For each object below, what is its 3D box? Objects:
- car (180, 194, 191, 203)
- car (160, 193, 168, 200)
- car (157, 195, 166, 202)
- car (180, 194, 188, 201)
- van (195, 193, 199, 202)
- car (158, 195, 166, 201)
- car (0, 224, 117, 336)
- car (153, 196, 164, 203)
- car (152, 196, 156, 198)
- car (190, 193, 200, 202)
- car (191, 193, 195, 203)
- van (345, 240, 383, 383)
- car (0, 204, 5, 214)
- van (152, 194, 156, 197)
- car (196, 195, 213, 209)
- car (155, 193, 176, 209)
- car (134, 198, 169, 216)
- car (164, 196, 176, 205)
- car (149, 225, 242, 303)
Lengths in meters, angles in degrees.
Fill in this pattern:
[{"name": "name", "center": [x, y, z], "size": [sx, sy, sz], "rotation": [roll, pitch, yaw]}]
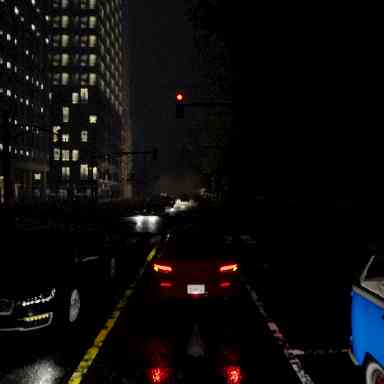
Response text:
[{"name": "car", "center": [-1.481, 1.544, 70.616], "size": [1.895, 1.301, 4.718], "rotation": [0, 0, -2]}, {"name": "car", "center": [-8.075, 1.241, 95.196], "size": [2.192, 1.841, 5.009], "rotation": [0, 0, -3]}, {"name": "car", "center": [-7.276, 1.492, 78.571], "size": [1.887, 1.381, 4.507], "rotation": [0, 0, -2]}, {"name": "car", "center": [-1.900, 1.255, 80.591], "size": [1.882, 1.535, 5.008], "rotation": [0, 0, -3]}, {"name": "van", "center": [1.748, 1.316, 51.233], "size": [1.690, 1.788, 3.998], "rotation": [0, 0, -2]}, {"name": "car", "center": [-7.528, 1.523, 84.115], "size": [1.802, 1.307, 4.206], "rotation": [0, 0, -3]}, {"name": "car", "center": [-2.886, 1.503, 7.048], "size": [1.837, 1.490, 4.892], "rotation": [0, 0, 0]}, {"name": "car", "center": [-6.826, 1.505, 67.484], "size": [1.887, 1.381, 4.507], "rotation": [0, 0, -2]}, {"name": "car", "center": [-5.832, 1.534, 39.770], "size": [2.008, 1.369, 4.403], "rotation": [0, 0, -1]}, {"name": "car", "center": [0.740, 1.262, 78.945], "size": [2.192, 1.841, 5.009], "rotation": [0, 0, -3]}, {"name": "car", "center": [1.185, 1.485, 68.026], "size": [1.752, 1.417, 4.829], "rotation": [0, 0, -2]}, {"name": "van", "center": [2.558, 1.341, 2.145], "size": [1.690, 1.788, 3.998], "rotation": [0, 0, 0]}, {"name": "car", "center": [-18.220, 1.374, 28.510], "size": [4.206, 1.307, 1.802], "rotation": [1, 0, 3]}, {"name": "van", "center": [-6.625, 1.307, 61.941], "size": [1.690, 1.788, 3.998], "rotation": [0, 0, -2]}, {"name": "car", "center": [1.899, 1.504, 45.860], "size": [1.752, 1.417, 4.829], "rotation": [0, 0, -2]}, {"name": "car", "center": [-3.524, 1.333, 45.832], "size": [2.097, 1.767, 4.553], "rotation": [0, 0, -2]}, {"name": "car", "center": [-3.933, 1.543, 32.203], "size": [1.994, 1.385, 4.181], "rotation": [1, 0, 10]}, {"name": "car", "center": [-3.915, 1.530, 59.651], "size": [1.994, 1.385, 4.181], "rotation": [0, 0, -2]}, {"name": "car", "center": [0.054, 1.524, 8.080], "size": [1.812, 1.442, 4.674], "rotation": [0, 0, 0]}]
